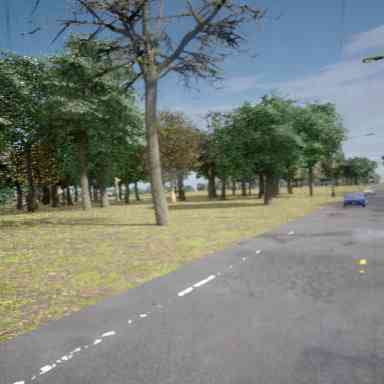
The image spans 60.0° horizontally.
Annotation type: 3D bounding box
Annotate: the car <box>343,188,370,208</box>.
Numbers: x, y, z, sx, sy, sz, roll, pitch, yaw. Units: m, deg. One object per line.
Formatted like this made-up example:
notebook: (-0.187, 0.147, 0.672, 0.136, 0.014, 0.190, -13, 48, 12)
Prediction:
car: (16.095, 0.695, 32.821, 1.882, 1.535, 5.008, -4, -1, 30)

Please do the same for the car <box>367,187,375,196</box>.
car: (31.920, -0.095, 60.171, 1.812, 1.442, 4.674, -4, 0, 30)
